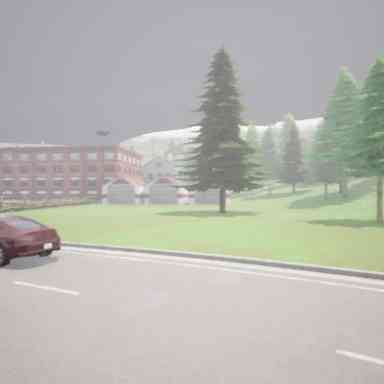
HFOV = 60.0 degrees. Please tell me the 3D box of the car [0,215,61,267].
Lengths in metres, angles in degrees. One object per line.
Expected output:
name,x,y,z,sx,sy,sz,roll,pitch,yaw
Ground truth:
car,-6.528,1.492,11.049,4.674,1.442,1.812,0,0,22
